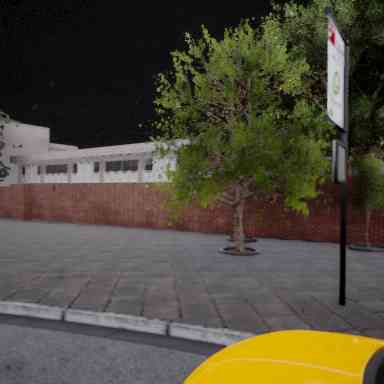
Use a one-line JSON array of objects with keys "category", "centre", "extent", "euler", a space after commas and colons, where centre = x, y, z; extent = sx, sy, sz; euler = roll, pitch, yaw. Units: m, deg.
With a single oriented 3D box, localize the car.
[{"category": "car", "centre": [2.176, 1.478, 1.488], "extent": [5.008, 1.535, 1.882], "euler": [0, 0, 30]}]
